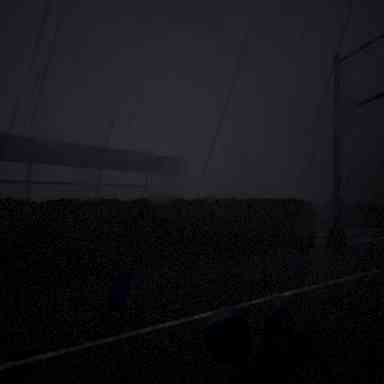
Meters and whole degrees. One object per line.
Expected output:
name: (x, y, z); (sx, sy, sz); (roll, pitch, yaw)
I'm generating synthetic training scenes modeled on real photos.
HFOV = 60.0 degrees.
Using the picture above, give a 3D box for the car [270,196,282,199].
car: (19.669, 1.819, 77.185); (5.027, 1.636, 2.152); (1, 0, -35)

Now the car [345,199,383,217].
car: (18.208, 1.720, 34.320); (4.514, 1.523, 2.007); (1, 0, -35)

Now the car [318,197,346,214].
car: (16.367, 1.710, 36.861); (5.027, 1.636, 2.152); (1, 0, -35)

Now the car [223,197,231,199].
car: (7.850, 1.884, 81.221); (4.514, 1.523, 2.007); (1, 0, -35)

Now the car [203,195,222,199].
car: (3.625, 1.572, 69.798); (4.605, 1.855, 1.932); (1, 0, -35)
